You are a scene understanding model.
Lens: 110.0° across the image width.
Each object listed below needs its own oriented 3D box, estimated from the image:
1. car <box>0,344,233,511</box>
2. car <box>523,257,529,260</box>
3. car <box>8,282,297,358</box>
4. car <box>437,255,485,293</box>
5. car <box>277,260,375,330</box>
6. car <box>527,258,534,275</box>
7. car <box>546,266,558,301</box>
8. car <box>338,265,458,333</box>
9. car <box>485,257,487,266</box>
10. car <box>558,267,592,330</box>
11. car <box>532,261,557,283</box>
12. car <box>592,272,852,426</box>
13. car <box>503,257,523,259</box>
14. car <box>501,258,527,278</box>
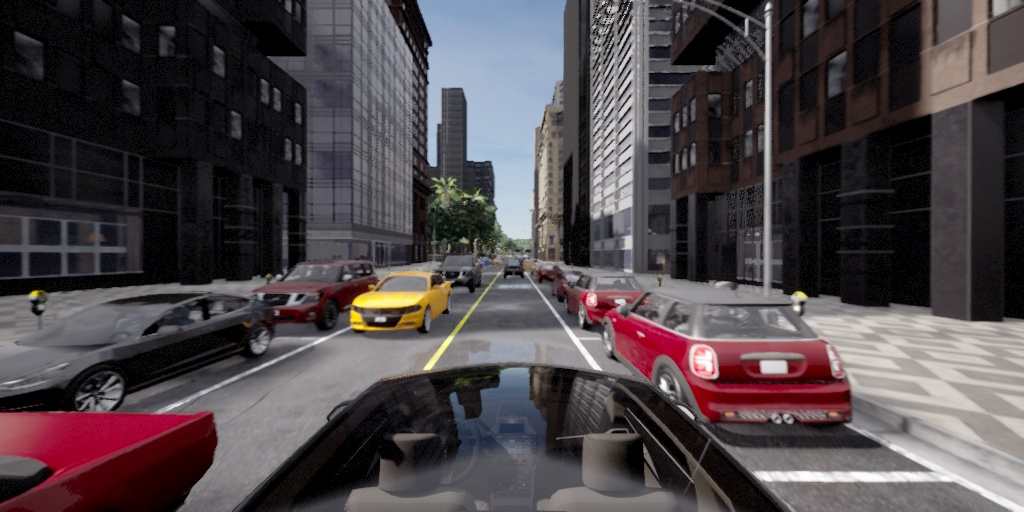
[{"bbox_3d":[-3.138,1.347,0.390,1.895,1.301,4.718,0,0,1],"label":"car"},{"bbox_3d":[2.432,1.202,49.584,1.801,1.575,5.366,0,0,0],"label":"car"},{"bbox_3d":[-5.760,1.305,5.737,1.948,1.339,4.313,0,0,0],"label":"car"},{"bbox_3d":[-3.057,0.958,21.272,2.150,2.045,5.566,0,0,1],"label":"car"},{"bbox_3d":[-5.751,1.052,11.163,2.192,1.841,5.009,0,0,0],"label":"car"},{"bbox_3d":[2.823,1.269,38.439,1.751,1.417,4.829,0,0,0],"label":"car"},{"bbox_3d":[2.784,1.329,16.569,1.802,1.307,4.207,0,0,0],"label":"car"},{"bbox_3d":[-3.082,1.219,10.926,1.882,1.535,5.008,0,0,0],"label":"car"},{"bbox_3d":[-5.664,1.281,59.996,1.888,1.381,4.507,0,0,0],"label":"car"},{"bbox_3d":[2.774,1.190,11.144,1.967,1.591,4.097,0,0,0],"label":"car"},{"bbox_3d":[2.803,1.289,27.419,1.888,1.381,4.507,0,0,0],"label":"car"},{"bbox_3d":[2.765,1.192,5.719,1.967,1.591,4.097,0,0,0],"label":"car"},{"bbox_3d":[0.133,1.218,48.302,1.882,1.535,5.008,0,0,1],"label":"car"},{"bbox_3d":[0.152,1.245,33.313,1.837,1.490,4.892,0,0,0],"label":"car"}]
